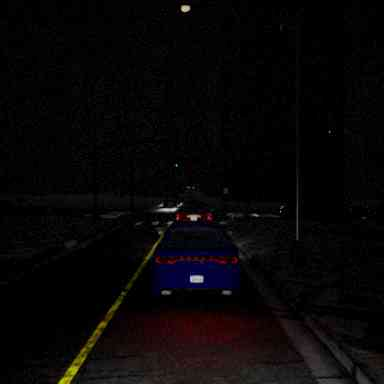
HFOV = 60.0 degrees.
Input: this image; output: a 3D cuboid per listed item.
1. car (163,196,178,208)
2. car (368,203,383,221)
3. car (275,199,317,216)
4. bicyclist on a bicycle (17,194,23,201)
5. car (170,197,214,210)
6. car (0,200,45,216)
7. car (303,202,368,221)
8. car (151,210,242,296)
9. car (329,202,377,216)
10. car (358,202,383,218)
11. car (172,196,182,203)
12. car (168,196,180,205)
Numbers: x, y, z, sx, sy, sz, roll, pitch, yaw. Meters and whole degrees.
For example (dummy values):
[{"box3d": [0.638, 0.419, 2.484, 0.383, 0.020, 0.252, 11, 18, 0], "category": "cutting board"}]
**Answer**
[{"box3d": [-3.148, 1.497, 48.719, 2.128, 1.511, 4.902, 0, 0, -2], "category": "car"}, {"box3d": [17.924, 1.827, 28.290, 4.829, 1.417, 1.752, 1, -1, 0], "category": "car"}, {"box3d": [10.923, 1.543, 34.132, 4.553, 1.767, 2.097, 1, 0, 0], "category": "car"}, {"box3d": [-20.531, 1.034, 39.646, 0.582, 1.620, 1.656, 1, 0, 0], "category": "bicyclist on a bicycle"}, {"box3d": [0.190, 1.353, 18.860, 2.097, 1.767, 4.553, 0, 0, 2], "category": "car"}, {"box3d": [-14.798, 1.369, 28.167, 4.403, 1.369, 2.008, 1, -1, 0], "category": "car"}, {"box3d": [12.111, 1.777, 28.285, 4.313, 1.339, 1.947, 1, -1, 0], "category": "car"}, {"box3d": [0.093, 1.478, 8.730, 1.882, 1.535, 5.008, 0, 0, 0], "category": "car"}, {"box3d": [17.755, 1.845, 36.814, 4.403, 1.369, 2.008, 1, -1, 0], "category": "car"}, {"box3d": [19.889, 1.855, 34.142, 4.674, 1.442, 1.812, 1, 0, 0], "category": "car"}, {"box3d": [-3.067, 1.609, 69.171, 1.895, 1.301, 4.718, 0, 0, 0], "category": "car"}, {"box3d": [-3.135, 1.511, 58.957, 1.837, 1.490, 4.892, 0, 0, 0], "category": "car"}]
